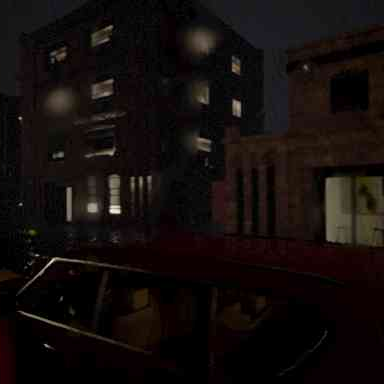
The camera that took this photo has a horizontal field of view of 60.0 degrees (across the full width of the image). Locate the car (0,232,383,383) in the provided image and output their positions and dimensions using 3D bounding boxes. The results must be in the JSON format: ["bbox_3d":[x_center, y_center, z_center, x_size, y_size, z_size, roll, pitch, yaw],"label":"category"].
[{"bbox_3d":[-0.365,1.334,3.136,5.009,1.841,2.192,-1,0,35],"label":"car"}]
